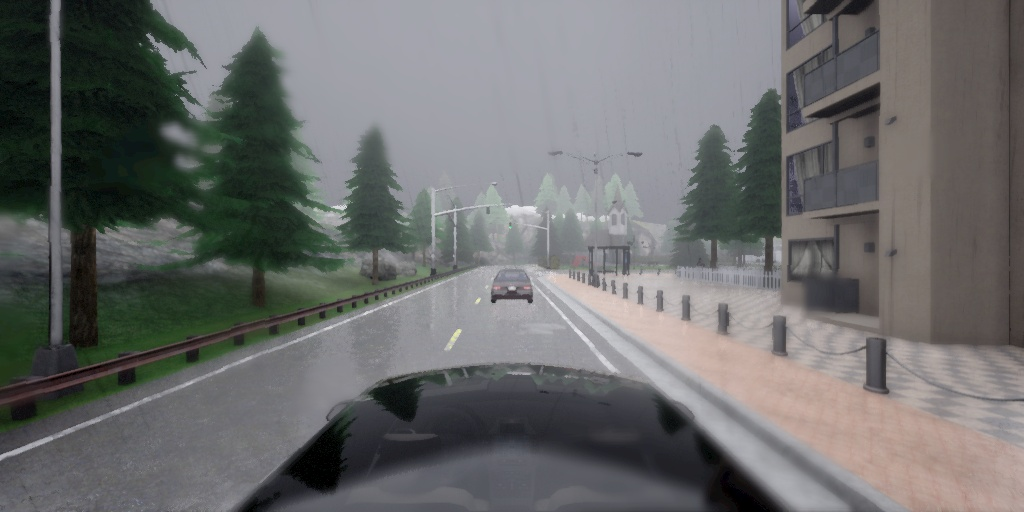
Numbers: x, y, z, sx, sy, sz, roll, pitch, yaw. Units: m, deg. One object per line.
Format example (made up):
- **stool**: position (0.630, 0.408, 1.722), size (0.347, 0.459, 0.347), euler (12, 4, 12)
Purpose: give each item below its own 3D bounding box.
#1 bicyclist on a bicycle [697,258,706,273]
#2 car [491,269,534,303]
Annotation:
- **bicyclist on a bicycle**: position (18.355, 1.034, 34.762), size (0.582, 1.620, 1.656), euler (0, 0, 0)
- **car**: position (0.000, 1.312, 16.500), size (2.033, 1.411, 5.357), euler (0, 0, 0)
